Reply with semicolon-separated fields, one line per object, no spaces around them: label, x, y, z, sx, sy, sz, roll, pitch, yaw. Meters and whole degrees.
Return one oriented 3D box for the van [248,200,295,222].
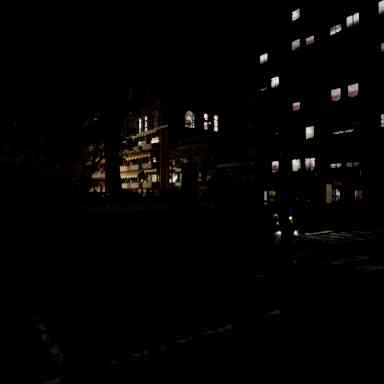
van;7.155;1.642;30.201;1.690;1.788;3.998;-1;0;-36

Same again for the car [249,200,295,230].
car;4.937;1.605;23.434;2.097;1.767;4.553;0;-1;-36
